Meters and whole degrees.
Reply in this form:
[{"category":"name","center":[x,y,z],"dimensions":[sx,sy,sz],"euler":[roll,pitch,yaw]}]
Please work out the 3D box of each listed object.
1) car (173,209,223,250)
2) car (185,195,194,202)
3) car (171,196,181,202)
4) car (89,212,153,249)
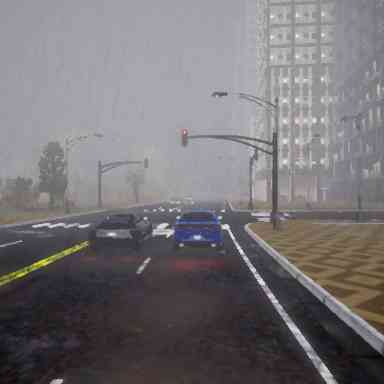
[{"category":"car","center":[0.300,1.483,14.423],"dimensions":[1.882,1.535,5.008],"euler":[0,0,2]},{"category":"car","center":[-0.585,1.514,78.338],"dimensions":[1.812,1.442,4.674],"euler":[0,0,6]},{"category":"car","center":[-3.821,1.583,78.624],"dimensions":[1.895,1.301,4.718],"euler":[0,0,6]},{"category":"car","center":[-2.948,1.570,14.555],"dimensions":[1.994,1.385,4.181],"euler":[0,0,2]}]
